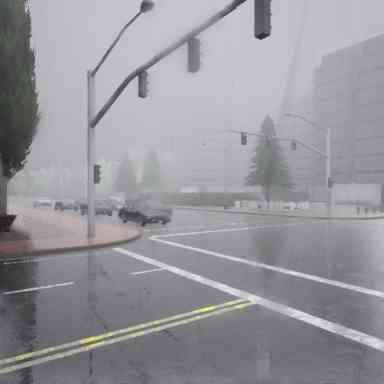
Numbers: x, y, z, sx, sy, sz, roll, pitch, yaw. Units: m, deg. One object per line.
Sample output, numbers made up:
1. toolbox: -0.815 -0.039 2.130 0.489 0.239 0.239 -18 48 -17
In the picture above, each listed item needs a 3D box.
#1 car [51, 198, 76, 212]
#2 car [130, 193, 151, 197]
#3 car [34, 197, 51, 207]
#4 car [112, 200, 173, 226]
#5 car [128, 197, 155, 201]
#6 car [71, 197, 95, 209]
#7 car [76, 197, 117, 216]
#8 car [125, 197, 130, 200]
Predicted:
1. car: -15.096 1.526 39.823 1.812 1.442 4.674 0 0 -35
2. car: -7.810 1.221 48.003 2.150 2.045 5.566 0 0 -36
3. car: -22.521 1.525 50.265 1.812 1.442 4.674 0 0 -35
4. car: -3.530 1.547 23.630 2.033 1.411 5.357 0 0 -34
5. car: -3.613 1.478 29.798 1.882 1.535 5.008 0 0 -36
6. car: -15.062 1.505 45.795 1.837 1.490 4.892 0 0 -35
7. car: -9.099 1.505 31.440 1.837 1.490 4.892 0 0 -36
8. car: -9.197 1.491 37.592 2.128 1.511 4.902 0 0 -36
